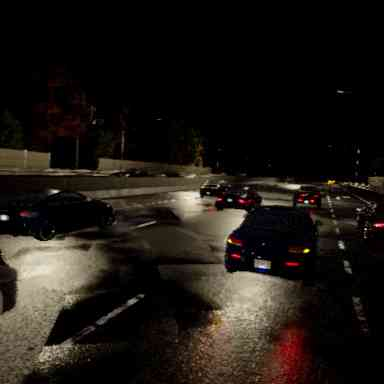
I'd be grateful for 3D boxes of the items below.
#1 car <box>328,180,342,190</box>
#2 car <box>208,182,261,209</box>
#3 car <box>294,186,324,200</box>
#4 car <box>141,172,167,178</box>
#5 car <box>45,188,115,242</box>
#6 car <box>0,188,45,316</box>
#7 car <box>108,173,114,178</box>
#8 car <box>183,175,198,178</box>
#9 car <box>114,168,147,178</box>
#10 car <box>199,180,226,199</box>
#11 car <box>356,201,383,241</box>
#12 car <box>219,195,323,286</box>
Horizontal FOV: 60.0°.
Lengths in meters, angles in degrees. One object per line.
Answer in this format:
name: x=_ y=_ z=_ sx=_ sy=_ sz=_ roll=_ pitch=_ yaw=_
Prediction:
car: x=27.667 y=-1.172 z=63.818 sx=1.812 sy=1.442 sz=4.674 roll=5 pitch=4 yaw=21
car: x=2.901 y=0.374 z=19.683 sx=2.033 sy=1.411 sz=5.357 roll=5 pitch=4 yaw=21
car: x=8.650 y=0.311 z=24.746 sx=1.837 sy=1.490 sz=4.892 roll=5 pitch=4 yaw=21
car: x=-4.907 y=-1.855 z=47.989 sx=1.895 sy=1.301 sz=4.718 roll=5 pitch=4 yaw=22
car: x=-4.332 y=0.581 z=10.836 sx=1.994 sy=1.385 sz=4.181 roll=5 pitch=4 yaw=21
car: x=-3.980 y=0.832 z=2.118 sx=2.150 sy=2.045 sz=5.566 roll=5 pitch=4 yaw=21
car: x=-11.021 y=-2.490 z=51.457 sx=1.812 sy=1.442 sz=4.674 roll=5 pitch=4 yaw=22
car: x=-0.169 y=-1.866 z=50.445 sx=2.128 sy=1.511 sz=4.902 roll=5 pitch=4 yaw=22
car: x=-8.451 y=-2.459 z=48.449 sx=2.150 sy=2.045 sz=5.566 roll=5 pitch=4 yaw=21
car: x=2.124 y=-0.220 z=27.223 sx=2.128 sy=1.511 sz=4.902 roll=5 pitch=4 yaw=21
car: x=7.654 y=1.073 z=12.984 sx=2.033 sy=1.411 sz=5.357 roll=5 pitch=4 yaw=21
car: x=2.152 y=1.065 z=8.243 sx=1.812 sy=1.442 sz=4.674 roll=5 pitch=4 yaw=21
